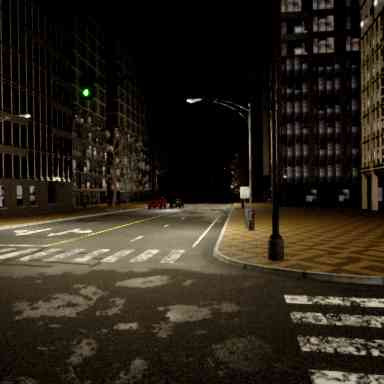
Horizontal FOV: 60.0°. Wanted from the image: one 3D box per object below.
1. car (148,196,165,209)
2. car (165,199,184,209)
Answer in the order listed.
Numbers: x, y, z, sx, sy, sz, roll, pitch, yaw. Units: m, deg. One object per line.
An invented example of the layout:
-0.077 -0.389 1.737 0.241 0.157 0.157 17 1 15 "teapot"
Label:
-5.720 1.753 55.369 2.150 2.045 5.566 -1 -1 8 "car"
-2.494 1.983 54.950 2.128 1.511 4.902 -1 -1 8 "car"
